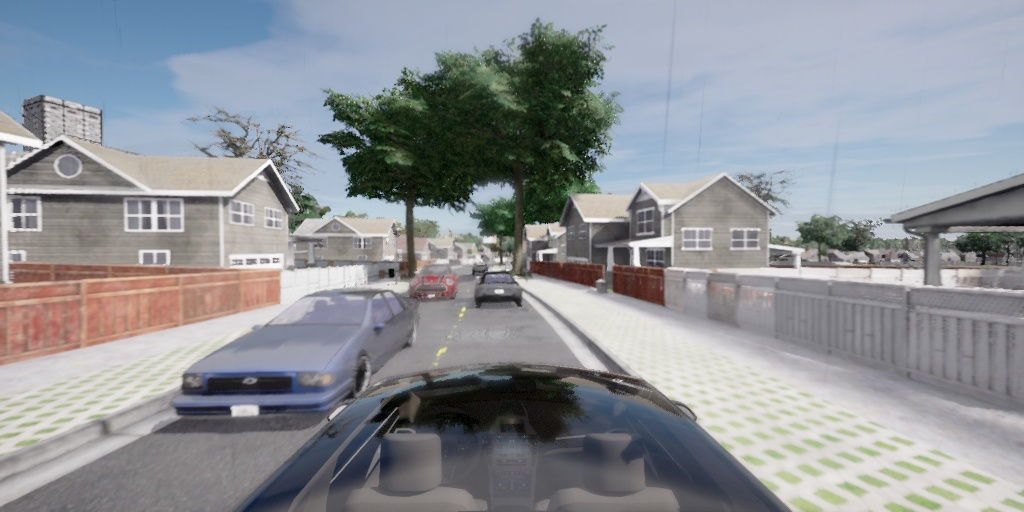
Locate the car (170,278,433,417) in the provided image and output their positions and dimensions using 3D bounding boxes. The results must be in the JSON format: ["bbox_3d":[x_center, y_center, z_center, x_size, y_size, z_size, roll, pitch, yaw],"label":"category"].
[{"bbox_3d":[-3.039,1.328,6.604,2.033,1.411,5.357,0,0,-2],"label":"car"}]

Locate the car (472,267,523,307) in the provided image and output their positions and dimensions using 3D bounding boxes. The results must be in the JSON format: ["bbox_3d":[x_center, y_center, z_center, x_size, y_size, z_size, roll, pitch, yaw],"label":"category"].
[{"bbox_3d":[-0.667,1.367,16.035,1.994,1.385,4.181,0,0,-5],"label":"car"}]

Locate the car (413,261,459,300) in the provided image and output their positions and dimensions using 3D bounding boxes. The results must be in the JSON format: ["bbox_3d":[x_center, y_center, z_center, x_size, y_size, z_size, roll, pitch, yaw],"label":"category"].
[{"bbox_3d":[-3.809,1.179,18.146,2.097,1.767,4.553,0,0,-6],"label":"car"}]

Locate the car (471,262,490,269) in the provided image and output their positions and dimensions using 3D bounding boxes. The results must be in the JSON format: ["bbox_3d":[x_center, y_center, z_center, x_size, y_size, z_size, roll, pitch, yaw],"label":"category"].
[{"bbox_3d":[-3.614,1.396,41.160,2.128,1.511,4.902,0,0,-6],"label":"car"}]
